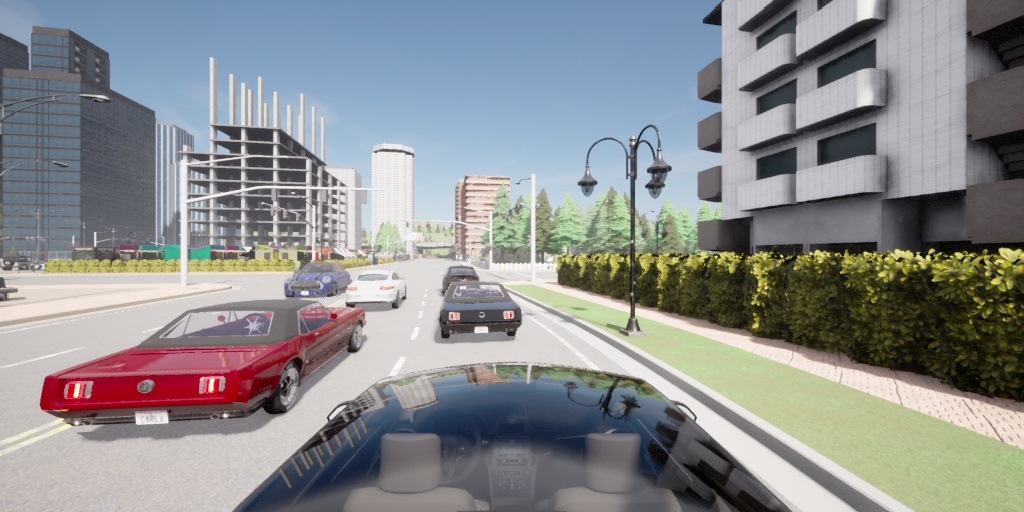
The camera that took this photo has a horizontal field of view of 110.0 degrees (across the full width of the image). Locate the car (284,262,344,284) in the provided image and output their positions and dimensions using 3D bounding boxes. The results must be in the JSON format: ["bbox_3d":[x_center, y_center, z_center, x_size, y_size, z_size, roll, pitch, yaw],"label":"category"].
[{"bbox_3d":[-9.865,1.101,18.509,2.097,1.767,4.553,0,0,-12],"label":"car"}]

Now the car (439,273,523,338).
[{"bbox_3d":[-1.038,1.351,10.157,1.895,1.301,4.718,0,0,-9],"label":"car"}]

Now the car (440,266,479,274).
[{"bbox_3d":[-2.788,1.255,19.248,1.837,1.490,4.892,0,0,-12],"label":"car"}]

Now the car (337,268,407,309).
[{"bbox_3d":[-5.447,1.276,14.730,1.812,1.442,4.674,0,0,-11],"label":"car"}]

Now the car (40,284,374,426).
[{"bbox_3d":[-3.909,1.351,5.846,1.895,1.301,4.718,0,0,-7],"label":"car"}]
